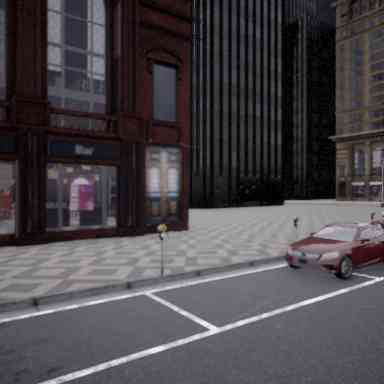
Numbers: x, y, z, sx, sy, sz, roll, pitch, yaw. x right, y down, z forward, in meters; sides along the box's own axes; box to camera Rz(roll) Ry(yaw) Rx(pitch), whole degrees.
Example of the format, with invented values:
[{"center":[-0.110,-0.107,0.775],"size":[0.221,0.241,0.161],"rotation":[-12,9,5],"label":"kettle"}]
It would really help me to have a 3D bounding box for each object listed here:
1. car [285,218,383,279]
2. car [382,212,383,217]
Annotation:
[{"center":[4.619,1.580,9.946],"size":[4.206,1.307,1.802],"rotation":[0,0,-36],"label":"car"},{"center":[8.933,1.310,13.025],"size":[5.009,1.841,2.192],"rotation":[0,0,-36],"label":"car"}]
